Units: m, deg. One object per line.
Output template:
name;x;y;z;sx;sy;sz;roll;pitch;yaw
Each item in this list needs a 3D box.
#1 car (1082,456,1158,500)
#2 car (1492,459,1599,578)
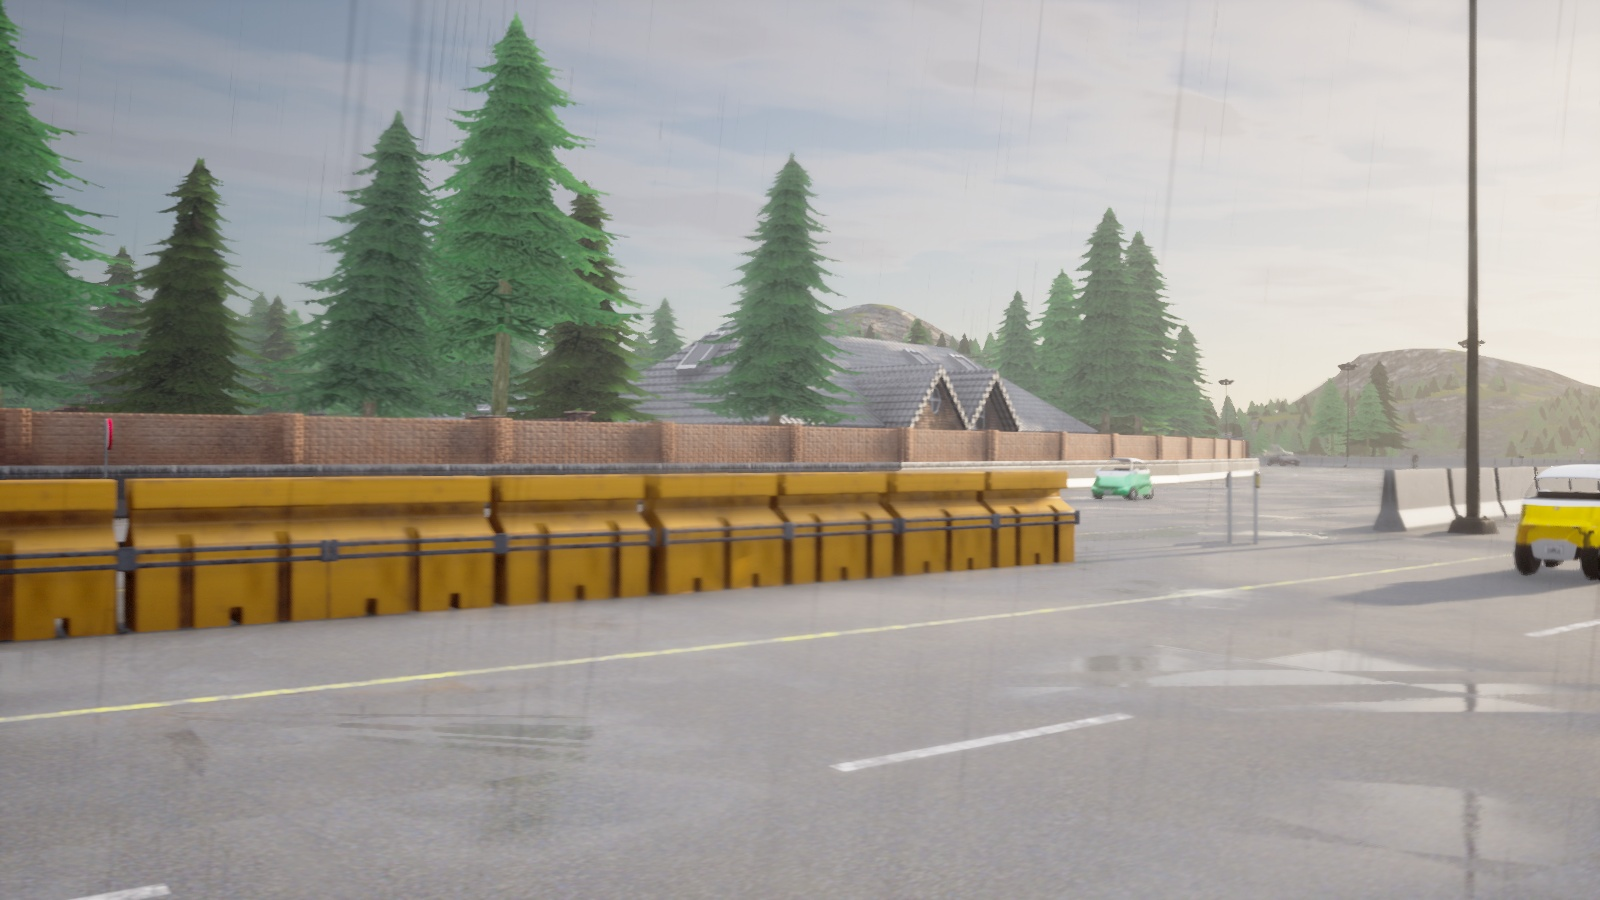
car;10.295;0.879;40.307;1.481;1.376;2.207;0;0;43
car;9.982;0.818;15.871;2.207;1.376;1.481;0;0;-41
